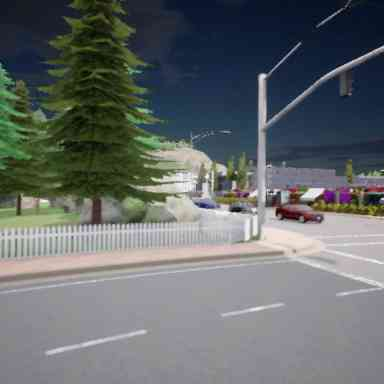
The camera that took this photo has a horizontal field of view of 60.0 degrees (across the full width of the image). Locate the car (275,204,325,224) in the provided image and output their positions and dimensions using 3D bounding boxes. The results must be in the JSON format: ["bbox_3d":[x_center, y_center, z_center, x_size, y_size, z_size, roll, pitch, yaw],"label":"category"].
[{"bbox_3d":[9.119,1.781,28.418,1.882,1.535,5.008,1,0,-19],"label":"car"}]

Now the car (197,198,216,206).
[{"bbox_3d":[2.967,1.981,68.463,2.033,1.411,5.357,1,0,-19],"label":"car"}]

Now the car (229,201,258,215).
[{"bbox_3d":[5.877,1.804,37.836,2.128,1.511,4.902,1,0,-19],"label":"car"}]

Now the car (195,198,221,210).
[{"bbox_3d":[2.483,1.801,47.734,1.882,1.535,5.008,1,0,-19],"label":"car"}]
